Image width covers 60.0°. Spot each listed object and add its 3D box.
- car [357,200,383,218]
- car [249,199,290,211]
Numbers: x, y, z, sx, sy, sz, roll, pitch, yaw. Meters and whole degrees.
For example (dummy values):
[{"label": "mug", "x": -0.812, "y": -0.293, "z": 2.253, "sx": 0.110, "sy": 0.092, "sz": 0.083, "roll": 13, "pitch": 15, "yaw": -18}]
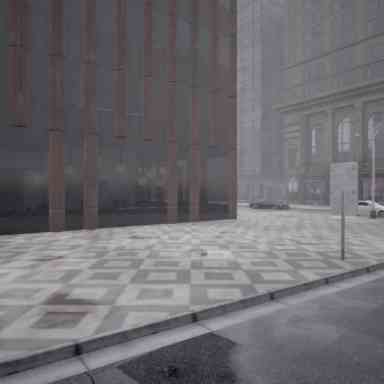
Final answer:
[{"label": "car", "x": 15.315, "y": 1.474, "z": 28.996, "sx": 1.812, "sy": 1.442, "sz": 4.674, "roll": 0, "pitch": 0, "yaw": -37}, {"label": "car", "x": 8.834, "y": 1.518, "z": 37.967, "sx": 1.895, "sy": 1.301, "sz": 4.718, "roll": 0, "pitch": 0, "yaw": -36}]
